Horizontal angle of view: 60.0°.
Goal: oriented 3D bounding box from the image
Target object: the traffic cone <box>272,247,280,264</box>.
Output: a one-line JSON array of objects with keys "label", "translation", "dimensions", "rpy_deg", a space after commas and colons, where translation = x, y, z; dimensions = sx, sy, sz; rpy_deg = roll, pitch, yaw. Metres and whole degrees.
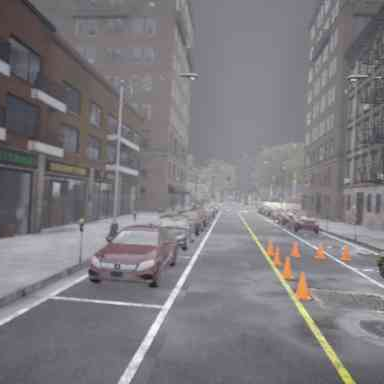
[{"label": "traffic cone", "translation": [3.046, 2.250, 11.838], "dimensions": [0.340, 0.580, 0.340], "rpy_deg": [3, -1, 6]}]

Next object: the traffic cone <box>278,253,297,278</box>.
[{"label": "traffic cone", "translation": [2.828, 2.216, 9.850], "dimensions": [0.340, 0.580, 0.340], "rpy_deg": [3, -1, 6]}]

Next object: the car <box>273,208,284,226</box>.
[{"label": "car", "translation": [8.941, 2.397, 30.530], "dimensions": [1.802, 1.307, 4.206], "rpy_deg": [3, -1, 6]}]

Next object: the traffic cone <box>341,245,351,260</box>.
[{"label": "traffic cone", "translation": [6.243, 2.431, 13.497], "dimensions": [0.340, 0.580, 0.340], "rpy_deg": [3, -1, 6]}]

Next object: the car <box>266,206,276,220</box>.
[{"label": "car", "translation": [9.564, 2.442, 36.185], "dimensions": [1.752, 1.417, 4.829], "rpy_deg": [3, -1, 6]}]

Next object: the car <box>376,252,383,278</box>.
[{"label": "car", "translation": [6.550, 1.960, 8.761], "dimensions": [1.752, 1.417, 4.829], "rpy_deg": [3, -1, 6]}]

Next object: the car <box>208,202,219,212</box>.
[{"label": "car", "translation": [1.583, 1.961, 36.895], "dimensions": [1.967, 1.590, 4.097], "rpy_deg": [3, -1, 6]}]

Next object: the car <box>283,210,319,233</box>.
[{"label": "car", "translation": [8.339, 2.300, 25.046], "dimensions": [1.802, 1.307, 4.206], "rpy_deg": [3, -1, 6]}]

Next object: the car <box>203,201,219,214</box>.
[{"label": "car", "translation": [2.786, 2.159, 47.865], "dimensions": [1.967, 1.590, 4.097], "rpy_deg": [3, -1, 6]}]

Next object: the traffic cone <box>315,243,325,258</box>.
[{"label": "traffic cone", "translation": [5.250, 2.382, 13.606], "dimensions": [0.340, 0.580, 0.340], "rpy_deg": [3, -1, 6]}]

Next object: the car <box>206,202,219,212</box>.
[{"label": "car", "translation": [3.381, 2.400, 53.348], "dimensions": [1.802, 1.307, 4.206], "rpy_deg": [3, -1, 6]}]

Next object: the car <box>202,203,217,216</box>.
[{"label": "car", "translation": [0.976, 1.973, 31.408], "dimensions": [2.008, 1.369, 4.403], "rpy_deg": [3, -1, 6]}]

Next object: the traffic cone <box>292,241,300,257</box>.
[{"label": "traffic cone", "translation": [4.257, 2.334, 13.716], "dimensions": [0.340, 0.580, 0.340], "rpy_deg": [3, -1, 6]}]

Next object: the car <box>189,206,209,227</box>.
[{"label": "car", "translation": [-0.228, 1.775, 20.439], "dimensions": [1.887, 1.381, 4.507], "rpy_deg": [3, -1, 6]}]

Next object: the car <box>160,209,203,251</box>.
[{"label": "car", "translation": [-0.830, 1.686, 14.954], "dimensions": [2.008, 1.369, 4.403], "rpy_deg": [3, -1, 6]}]

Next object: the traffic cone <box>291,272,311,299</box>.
[{"label": "traffic cone", "translation": [2.610, 2.181, 7.863], "dimensions": [0.340, 0.580, 0.340], "rpy_deg": [3, -1, 6]}]

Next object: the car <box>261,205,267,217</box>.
[{"label": "car", "translation": [10.146, 2.557, 41.500], "dimensions": [1.887, 1.381, 4.507], "rpy_deg": [3, -1, 6]}]

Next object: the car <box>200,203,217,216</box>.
[{"label": "car", "translation": [2.161, 2.142, 42.210], "dimensions": [1.752, 1.417, 4.829], "rpy_deg": [3, -1, 6]}]

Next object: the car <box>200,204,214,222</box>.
[{"label": "car", "translation": [0.373, 1.892, 25.924], "dimensions": [1.947, 1.339, 4.313], "rpy_deg": [3, -1, 6]}]

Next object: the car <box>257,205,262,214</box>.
[{"label": "car", "translation": [10.746, 2.693, 46.984], "dimensions": [1.802, 1.307, 4.206], "rpy_deg": [3, -1, 6]}]

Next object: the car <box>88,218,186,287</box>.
[{"label": "car", "translation": [-1.434, 1.622, 9.468], "dimensions": [1.802, 1.307, 4.206], "rpy_deg": [3, -1, 6]}]

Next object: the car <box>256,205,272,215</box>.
[{"label": "car", "translation": [11.349, 2.777, 52.469], "dimensions": [1.947, 1.339, 4.313], "rpy_deg": [3, -1, 6]}]
